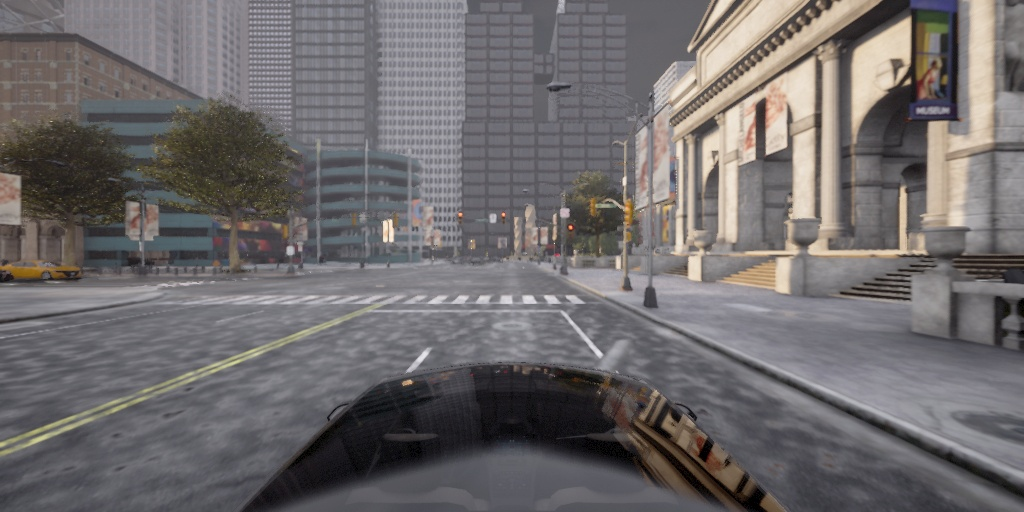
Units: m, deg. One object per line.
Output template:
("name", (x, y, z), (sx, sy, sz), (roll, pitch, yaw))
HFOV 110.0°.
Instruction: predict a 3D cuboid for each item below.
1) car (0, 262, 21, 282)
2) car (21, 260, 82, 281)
("car", (-37.450, 1.203, 24.659), (4.181, 1.385, 1.994), (0, 0, 0))
("car", (-37.003, 1.098, 28.160), (5.008, 1.535, 1.882), (1, 0, 0))
